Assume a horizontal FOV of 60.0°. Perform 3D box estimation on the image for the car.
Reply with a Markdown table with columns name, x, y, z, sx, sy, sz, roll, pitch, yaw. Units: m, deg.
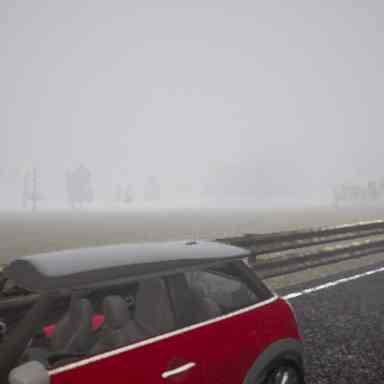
| name | x | y | z | sx | sy | sz | roll | pitch | yaw |
| --- | --- | --- | --- | --- | --- | --- | --- | --- | --- |
| car | -1.109 | 1.347 | 2.893 | 4.553 | 1.767 | 2.097 | -1 | 0 | -35 |
